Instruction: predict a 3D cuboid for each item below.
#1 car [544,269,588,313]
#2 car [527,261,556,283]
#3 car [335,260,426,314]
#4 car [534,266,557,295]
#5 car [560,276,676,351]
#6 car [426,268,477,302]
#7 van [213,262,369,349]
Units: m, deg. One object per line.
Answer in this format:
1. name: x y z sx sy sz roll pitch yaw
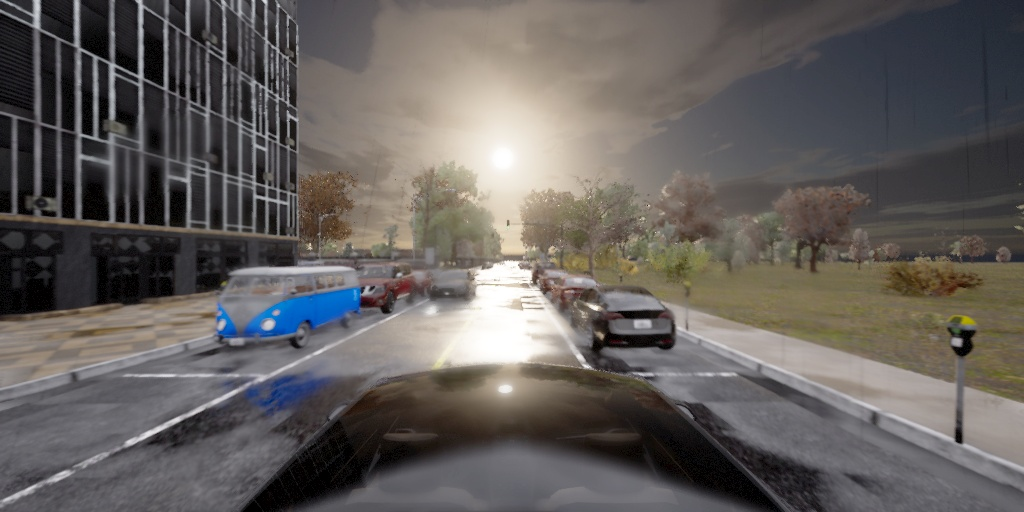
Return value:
1. car: 2.562 1.418 14.620 1.888 1.381 4.507 0 0 0
2. car: 2.689 1.339 30.016 2.192 1.841 5.009 0 0 0
3. car: -5.319 1.188 14.584 2.192 1.841 5.009 0 0 0
4. car: 2.577 1.484 21.380 1.888 1.381 4.507 0 0 0
5. car: 2.563 1.386 9.080 1.948 1.339 4.313 0 0 0
6. car: -2.850 1.412 18.108 1.837 1.490 4.892 0 -1 0
7. van: -5.318 1.161 9.037 1.690 1.789 3.998 0 0 0
